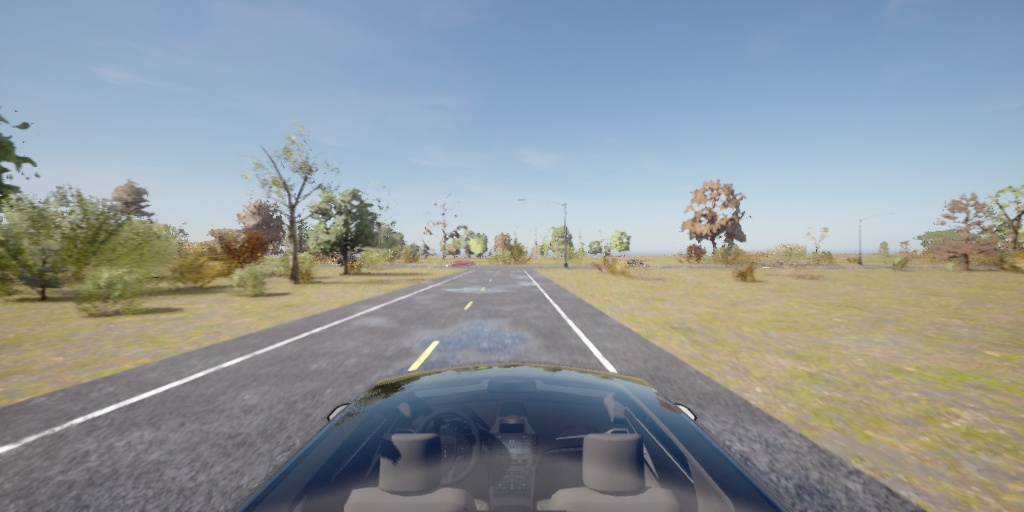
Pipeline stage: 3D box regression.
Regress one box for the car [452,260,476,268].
[{"bbox_3d":[-8.434,1.308,63.075,4.181,1.385,1.994,0,0,-1],"label":"car"}]
